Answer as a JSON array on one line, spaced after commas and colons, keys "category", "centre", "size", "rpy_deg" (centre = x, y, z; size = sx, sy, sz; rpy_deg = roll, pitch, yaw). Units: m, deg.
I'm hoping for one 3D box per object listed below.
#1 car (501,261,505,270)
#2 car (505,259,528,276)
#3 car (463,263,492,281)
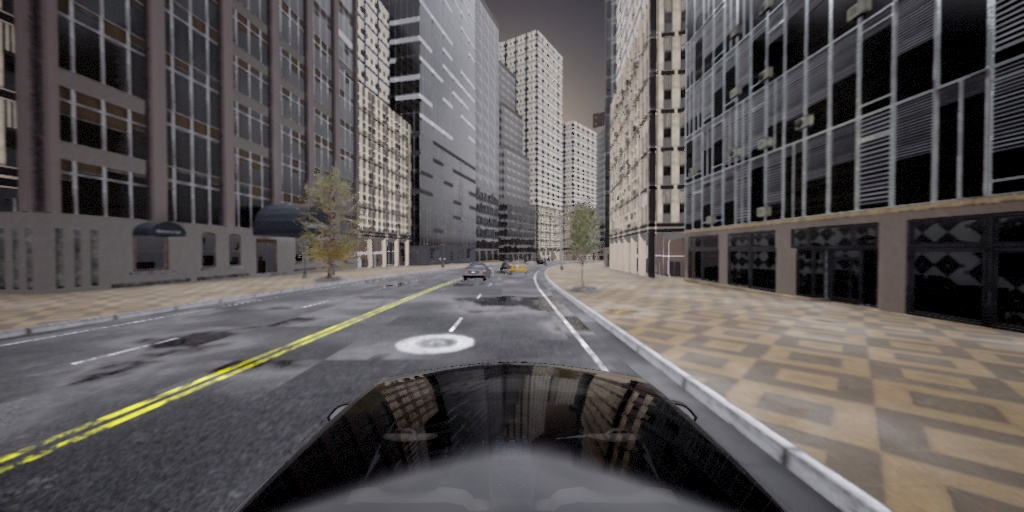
[{"category": "car", "centre": [-0.446, 1.311, 53.490], "size": [1.812, 1.442, 4.674], "rpy_deg": [0, 0, 9]}, {"category": "car", "centre": [0.681, 1.048, 36.188], "size": [1.801, 1.575, 5.366], "rpy_deg": [0, 0, 4]}, {"category": "car", "centre": [-2.834, 1.305, 30.043], "size": [2.033, 1.411, 5.357], "rpy_deg": [0, 0, 3]}]
